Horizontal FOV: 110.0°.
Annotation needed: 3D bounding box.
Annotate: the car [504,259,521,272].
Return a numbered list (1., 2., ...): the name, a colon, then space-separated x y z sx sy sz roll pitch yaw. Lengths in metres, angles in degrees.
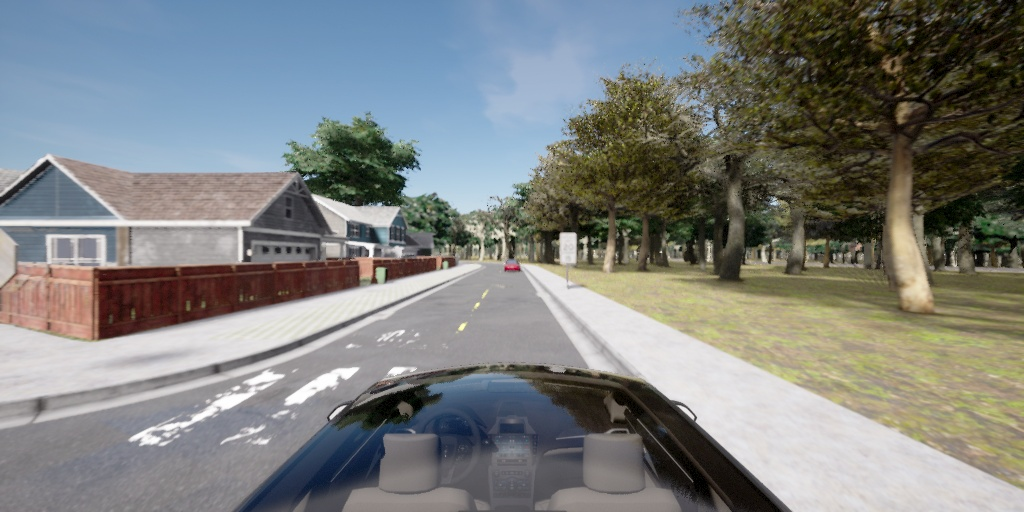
1. car: 0.045 1.171 43.393 1.994 1.385 4.181 0 0 1
